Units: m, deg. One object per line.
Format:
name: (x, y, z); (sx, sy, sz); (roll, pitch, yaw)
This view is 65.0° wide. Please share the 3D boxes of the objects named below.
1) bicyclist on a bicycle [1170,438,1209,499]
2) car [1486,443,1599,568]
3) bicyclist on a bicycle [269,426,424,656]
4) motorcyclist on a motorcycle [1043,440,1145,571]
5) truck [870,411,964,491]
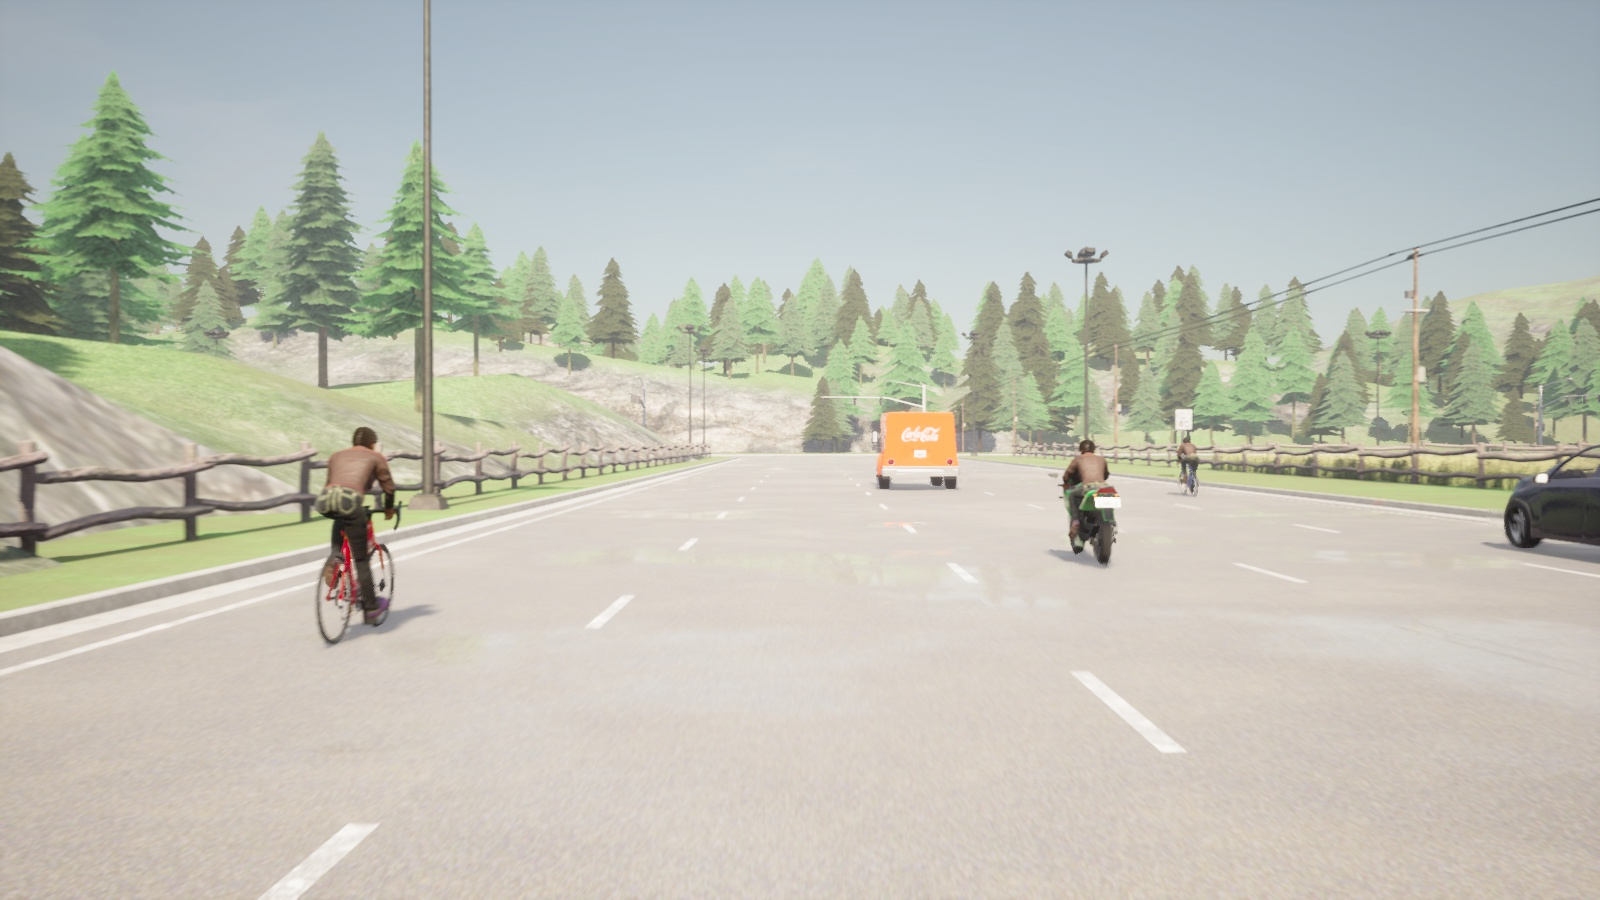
bicyclist on a bicycle: (10.711, 0.496, 34.573); (0.582, 1.620, 1.656); (0, 0, 0)
car: (10.606, 0.673, 15.926); (1.845, 1.501, 3.633); (0, 1, 0)
bicyclist on a bicycle: (-3.430, 0.637, 9.639); (0.582, 1.620, 1.656); (0, 0, 0)
motorcyclist on a motorcycle: (3.604, 0.636, 15.591); (0.797, 1.523, 2.044); (0, 0, 0)
truck: (3.750, 0.009, 41.355); (2.627, 2.467, 5.204); (0, 0, 0)
